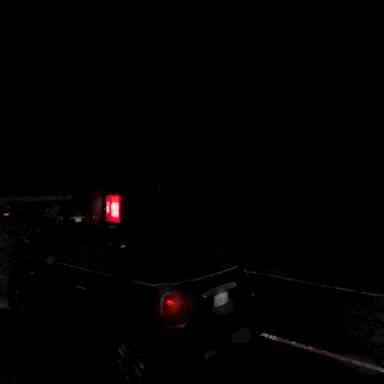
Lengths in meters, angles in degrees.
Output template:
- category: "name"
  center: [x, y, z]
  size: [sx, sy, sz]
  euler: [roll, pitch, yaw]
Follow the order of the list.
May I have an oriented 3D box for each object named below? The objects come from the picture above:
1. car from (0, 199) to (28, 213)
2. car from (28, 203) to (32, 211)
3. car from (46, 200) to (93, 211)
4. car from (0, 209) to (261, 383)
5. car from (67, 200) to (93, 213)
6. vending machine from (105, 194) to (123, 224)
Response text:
- category: "car"
  center: [-13.451, 1.503, 23.860]
  size: [2.033, 1.411, 5.357]
  euler: [0, 0, -19]
- category: "car"
  center: [-19.299, 1.503, 36.651]
  size: [1.994, 1.385, 4.181]
  euler: [0, 0, -8]
- category: "car"
  center: [-6.431, 1.341, 17.282]
  size: [2.097, 1.767, 4.553]
  euler: [1, 0, -32]
- category: "car"
  center: [-1.234, 1.355, 5.560]
  size: [4.553, 1.767, 2.097]
  euler: [0, 0, 41]
- category: "car"
  center: [-12.474, 1.583, 37.335]
  size: [1.895, 1.301, 4.718]
  euler: [0, 0, -6]
- category: "vending machine"
  center: [-5.624, 1.199, 23.931]
  size: [1.100, 2.100, 0.880]
  euler: [0, 0, -23]
